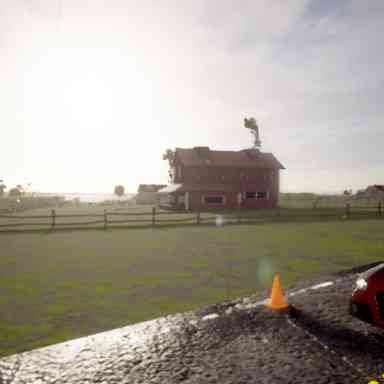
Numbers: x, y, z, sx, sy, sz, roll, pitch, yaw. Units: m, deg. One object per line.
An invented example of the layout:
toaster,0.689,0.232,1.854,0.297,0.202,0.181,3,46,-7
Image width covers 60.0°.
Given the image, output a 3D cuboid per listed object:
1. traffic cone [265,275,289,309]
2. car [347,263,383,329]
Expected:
traffic cone,1.683,1.942,6.579,0.340,0.580,0.340,0,0,-36
car,4.634,1.543,5.892,4.181,1.385,1.994,0,0,-36
